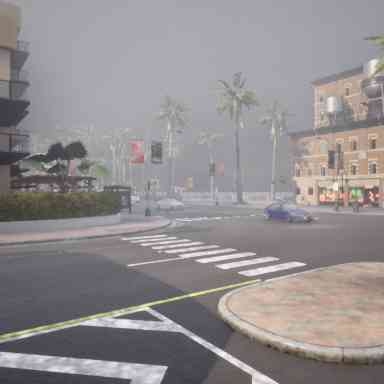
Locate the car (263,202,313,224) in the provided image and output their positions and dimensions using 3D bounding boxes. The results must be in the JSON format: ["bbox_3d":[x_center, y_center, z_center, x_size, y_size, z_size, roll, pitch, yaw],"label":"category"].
[{"bbox_3d":[7.083,1.526,25.073,1.812,1.442,4.674,0,0,-18],"label":"car"}]

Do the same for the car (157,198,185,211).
[{"bbox_3d":[-2.670,1.526,40.984,1.812,1.442,4.674,0,0,-35],"label":"car"}]

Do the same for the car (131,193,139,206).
[{"bbox_3d":[-11.078,1.223,52.965,2.150,2.045,5.566,0,0,-35],"label":"car"}]
